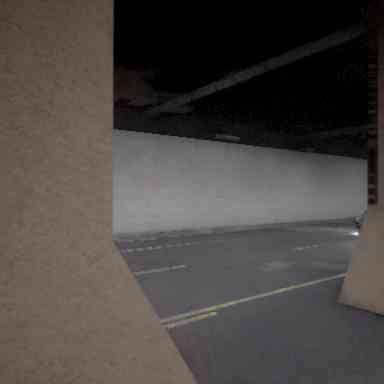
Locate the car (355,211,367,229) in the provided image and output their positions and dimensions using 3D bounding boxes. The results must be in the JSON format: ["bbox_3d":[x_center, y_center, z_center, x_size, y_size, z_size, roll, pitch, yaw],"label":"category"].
[{"bbox_3d":[12.436,1.631,21.472,4.674,1.442,1.812,0,0,-36],"label":"car"}]
